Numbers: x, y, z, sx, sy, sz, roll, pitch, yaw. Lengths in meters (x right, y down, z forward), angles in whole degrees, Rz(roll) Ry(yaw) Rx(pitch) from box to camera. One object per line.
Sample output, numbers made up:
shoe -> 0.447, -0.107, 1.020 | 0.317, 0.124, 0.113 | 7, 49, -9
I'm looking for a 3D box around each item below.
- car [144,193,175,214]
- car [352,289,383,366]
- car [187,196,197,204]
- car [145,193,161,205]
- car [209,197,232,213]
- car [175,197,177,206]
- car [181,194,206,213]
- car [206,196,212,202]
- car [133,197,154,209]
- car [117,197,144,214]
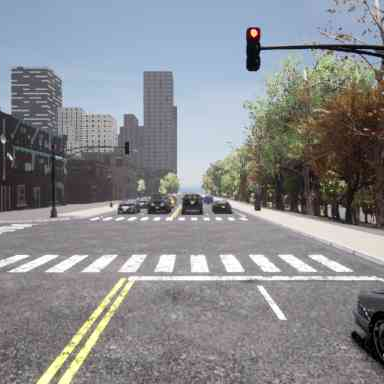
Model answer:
car -> -3.422, 1.210, 35.909 | 2.150, 2.045, 5.566 | 0, 0, 1
car -> 3.345, 1.547, 2.571 | 2.033, 1.411, 5.357 | 0, 0, 0
car -> -0.026, 1.502, 63.948 | 1.812, 1.442, 4.674 | 0, 0, 0
car -> -6.690, 1.201, 57.864 | 2.150, 2.045, 5.566 | 0, 0, 1
car -> 3.277, 1.552, 37.097 | 1.994, 1.385, 4.181 | 0, 0, 0
car -> -3.426, 1.462, 45.918 | 1.882, 1.535, 5.008 | 0, 0, 0
car -> 0.028, 1.210, 36.243 | 2.150, 2.045, 5.566 | 0, 0, 0
car -> 3.223, 1.453, 64.439 | 1.882, 1.535, 5.008 | 0, 0, 0
car -> -6.675, 1.476, 45.983 | 2.128, 1.511, 4.902 | 0, 0, 0
car -> -6.661, 1.481, 35.582 | 2.128, 1.511, 4.902 | 0, 0, 0
